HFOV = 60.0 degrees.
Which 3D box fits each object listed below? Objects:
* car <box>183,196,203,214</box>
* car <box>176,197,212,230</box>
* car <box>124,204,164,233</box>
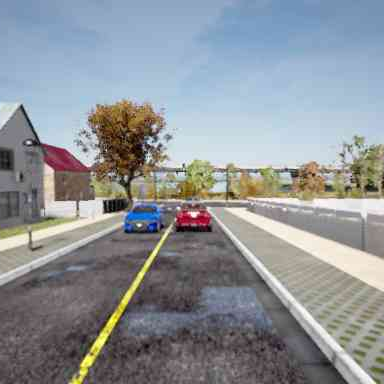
[{"bbox_3d":[0.106,1.348,36.286,2.097,1.767,4.553,0,0,0],"label":"car"},{"bbox_3d":[0.100,1.339,20.933,2.097,1.767,4.553,0,0,0],"label":"car"},{"bbox_3d":[-2.749,1.471,19.904,1.882,1.535,5.008,0,0,0],"label":"car"}]
